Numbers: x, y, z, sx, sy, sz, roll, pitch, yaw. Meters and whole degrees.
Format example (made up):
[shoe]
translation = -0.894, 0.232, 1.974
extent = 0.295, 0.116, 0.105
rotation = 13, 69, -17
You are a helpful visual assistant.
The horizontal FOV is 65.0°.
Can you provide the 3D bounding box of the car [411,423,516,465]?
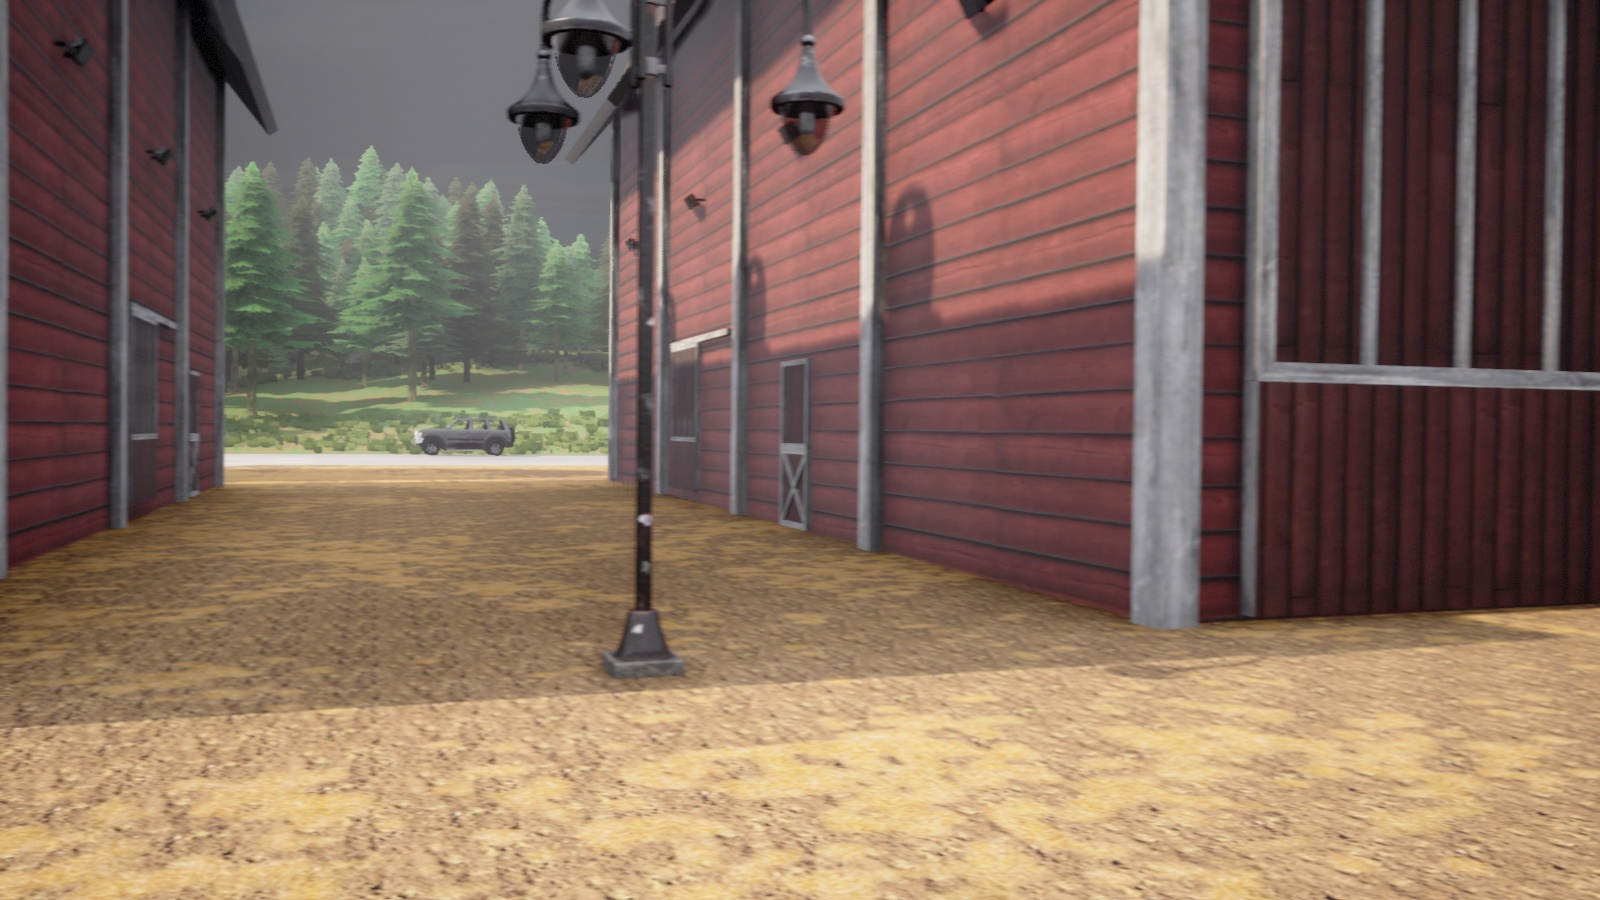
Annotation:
[car]
translation = -15.638, -0.315, 58.376
extent = 4.605, 1.855, 1.932
rotation = -1, 1, -18
